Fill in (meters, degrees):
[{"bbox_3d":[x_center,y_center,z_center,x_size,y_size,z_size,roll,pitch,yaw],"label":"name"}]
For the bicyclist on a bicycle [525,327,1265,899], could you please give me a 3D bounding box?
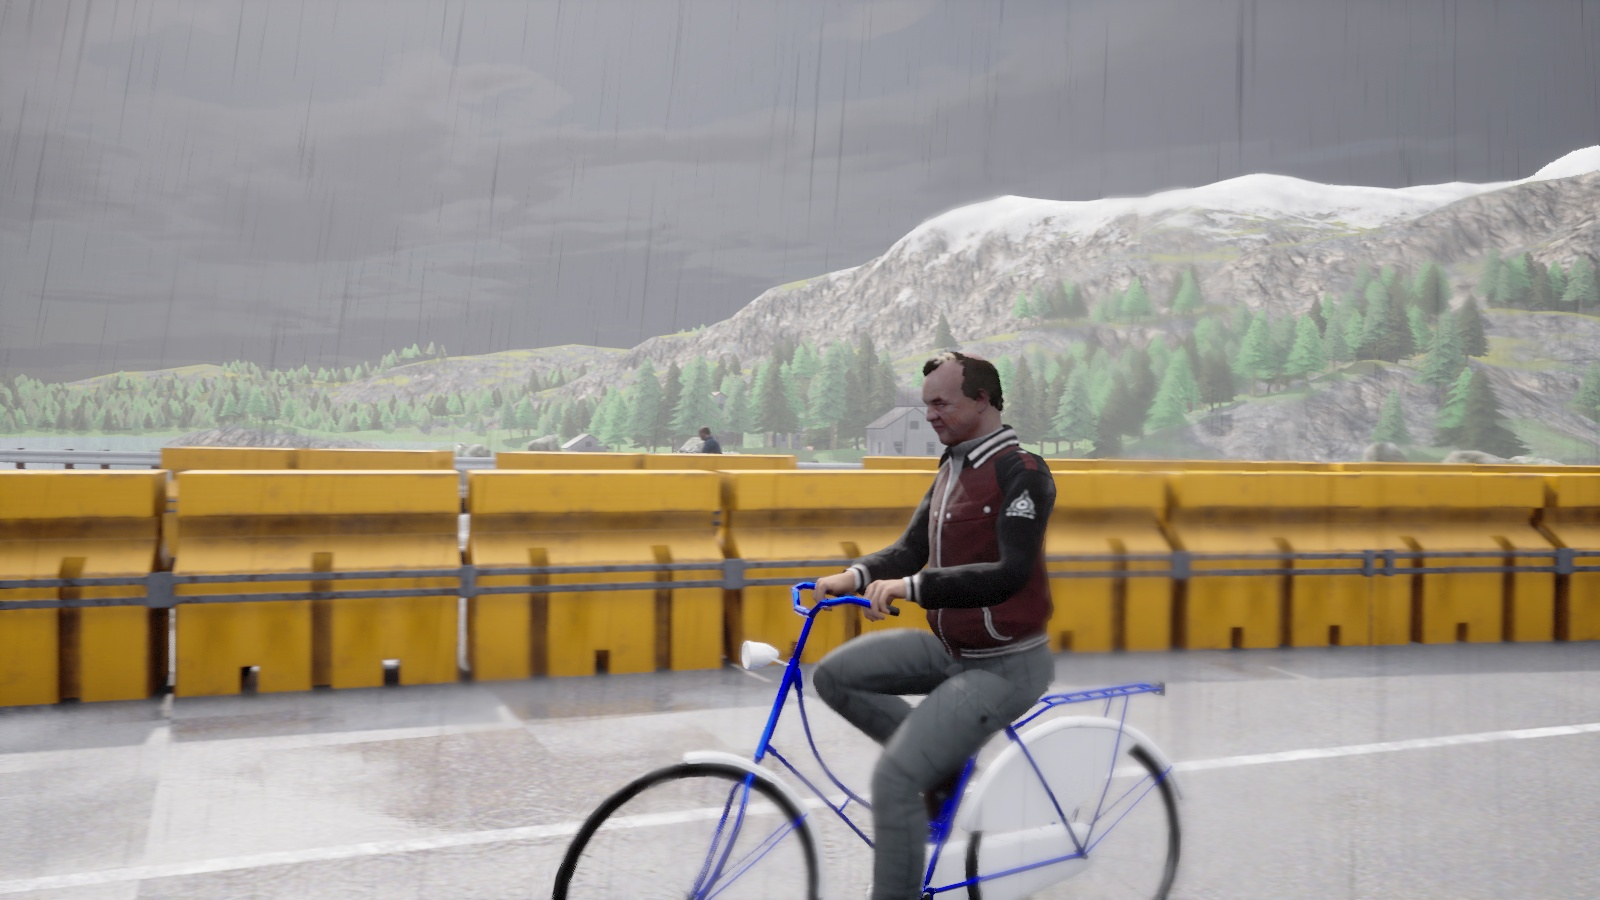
[{"bbox_3d":[0.261,0.610,3.331,1.843,1.776,0.659,-1,1,-21],"label":"bicyclist on a bicycle"}]
